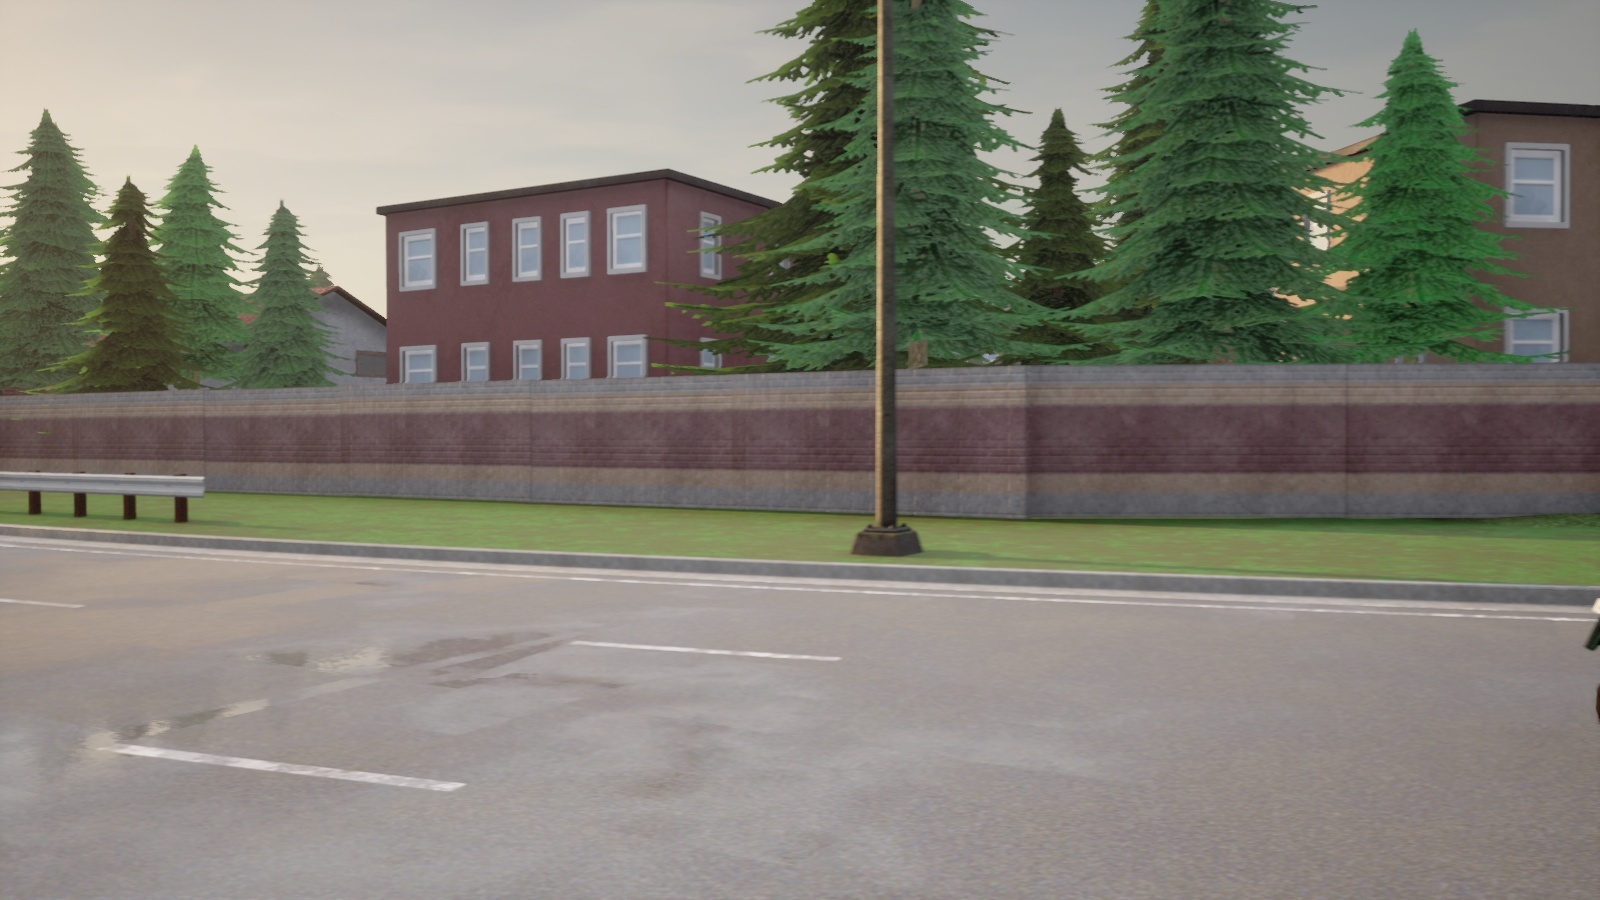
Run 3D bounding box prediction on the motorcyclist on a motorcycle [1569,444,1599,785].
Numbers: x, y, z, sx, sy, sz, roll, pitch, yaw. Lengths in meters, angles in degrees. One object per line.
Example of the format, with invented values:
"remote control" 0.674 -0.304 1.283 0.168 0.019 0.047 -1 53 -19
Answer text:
"motorcyclist on a motorcycle" 4.581 0.746 5.381 2.044 1.523 0.797 1 1 17
